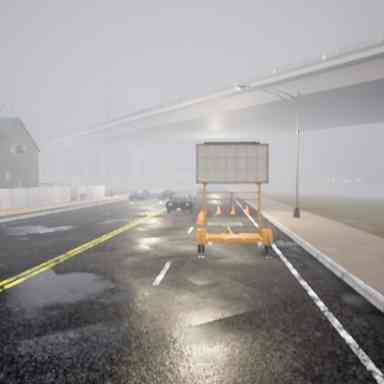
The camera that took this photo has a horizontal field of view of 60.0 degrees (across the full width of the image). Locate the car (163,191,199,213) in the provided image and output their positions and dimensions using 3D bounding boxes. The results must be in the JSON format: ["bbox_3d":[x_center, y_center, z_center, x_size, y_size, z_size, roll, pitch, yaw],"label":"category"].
[{"bbox_3d":[-0.728,0.834,25.508,1.895,1.301,4.718,0,2,5],"label":"car"}]

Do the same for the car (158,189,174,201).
[{"bbox_3d":[-2.896,0.351,40.636,1.994,1.385,4.181,0,2,5],"label":"car"}]

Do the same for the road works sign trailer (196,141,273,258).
[{"bbox_3d":[1.322,0.123,11.168,2.380,3.560,2.880,0,2,2],"label":"road works sign trailer"}]

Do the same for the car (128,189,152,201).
[{"bbox_3d":[-6.189,0.346,40.280,2.033,1.411,5.357,0,2,5],"label":"car"}]

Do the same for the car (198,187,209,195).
[{"bbox_3d":[2.024,-0.189,58.849,1.994,1.385,4.181,0,2,5],"label":"car"}]
